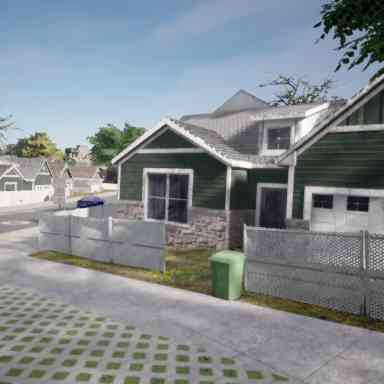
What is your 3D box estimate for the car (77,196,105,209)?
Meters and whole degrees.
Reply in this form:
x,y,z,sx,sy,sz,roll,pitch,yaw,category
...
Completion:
x,y,z,sx,sy,sz,roll,pitch,yaw,category
-10.687,1.120,35.569,1.882,1.535,5.008,3,1,0,car
